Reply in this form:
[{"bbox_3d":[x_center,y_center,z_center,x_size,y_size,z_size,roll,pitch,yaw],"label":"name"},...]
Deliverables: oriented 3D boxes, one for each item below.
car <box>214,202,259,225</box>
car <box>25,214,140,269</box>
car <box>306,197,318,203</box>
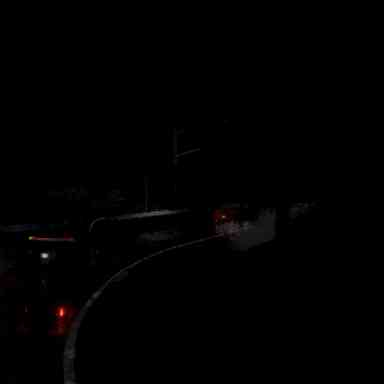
[{"bbox_3d":[3.331,1.496,24.156,1.882,1.535,5.008,0,0,30],"label":"car"},{"bbox_3d":[-3.365,1.500,11.308,2.128,1.511,4.902,0,0,14],"label":"car"},{"bbox_3d":[24.858,1.473,68.876,1.837,1.490,4.892,0,0,30],"label":"car"}]
